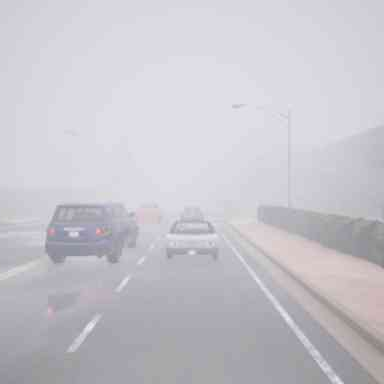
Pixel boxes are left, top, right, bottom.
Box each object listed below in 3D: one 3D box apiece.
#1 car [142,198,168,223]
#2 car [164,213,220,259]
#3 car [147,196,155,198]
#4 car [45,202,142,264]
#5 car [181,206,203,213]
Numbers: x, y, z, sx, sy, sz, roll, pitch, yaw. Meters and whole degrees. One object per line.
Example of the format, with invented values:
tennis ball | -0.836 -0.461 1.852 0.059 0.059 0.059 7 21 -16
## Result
car | -3.479 1.658 28.407 2.097 1.767 4.553 0 -1 0
car | 0.014 1.745 13.234 1.895 1.301 4.718 0 -1 0
car | -10.106 2.107 81.837 2.150 2.045 5.566 0 -1 1
car | -3.492 1.362 12.563 2.150 2.045 5.566 0 0 0
car | 0.019 1.873 28.517 1.994 1.385 4.181 0 -1 1
